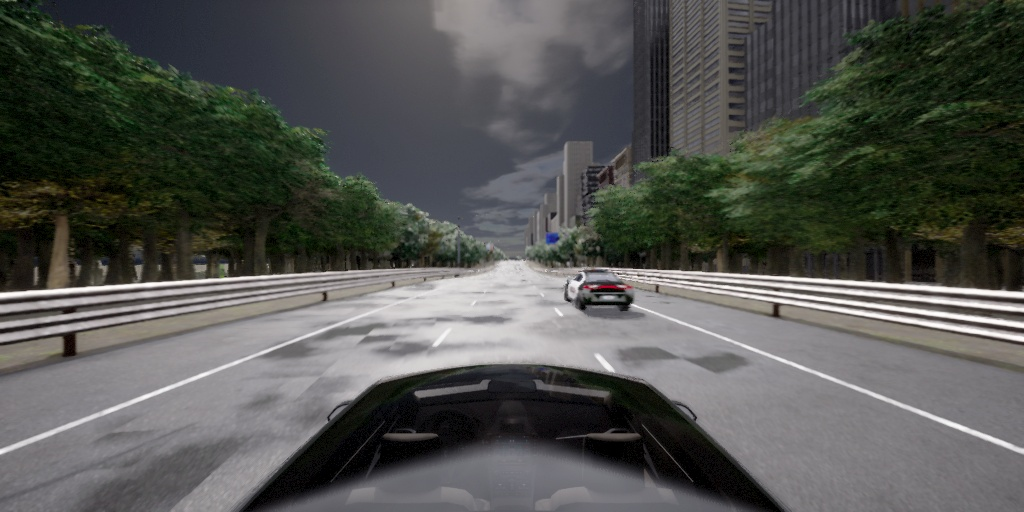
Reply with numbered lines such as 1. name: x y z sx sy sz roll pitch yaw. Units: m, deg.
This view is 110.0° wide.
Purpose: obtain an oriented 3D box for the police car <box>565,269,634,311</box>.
1. police car: 3.498 1.365 15.359 2.038 1.542 4.974 0 -1 0
